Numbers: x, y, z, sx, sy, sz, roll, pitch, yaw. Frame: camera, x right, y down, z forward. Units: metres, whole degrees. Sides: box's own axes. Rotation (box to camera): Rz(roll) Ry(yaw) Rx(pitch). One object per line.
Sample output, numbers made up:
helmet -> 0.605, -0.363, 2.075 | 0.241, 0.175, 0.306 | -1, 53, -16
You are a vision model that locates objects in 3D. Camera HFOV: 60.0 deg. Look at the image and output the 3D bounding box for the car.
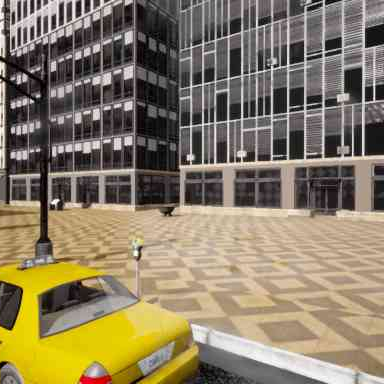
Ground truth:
car -> -2.201, 1.525, 4.462 | 4.829, 1.417, 1.752 | 0, 0, 36
